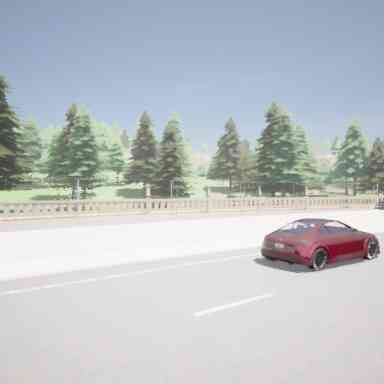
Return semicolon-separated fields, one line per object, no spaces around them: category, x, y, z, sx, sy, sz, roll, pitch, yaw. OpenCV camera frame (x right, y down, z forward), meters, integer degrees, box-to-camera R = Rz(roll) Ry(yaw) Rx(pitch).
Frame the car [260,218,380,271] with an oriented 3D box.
car;4.239;1.540;10.864;4.181;1.385;1.994;0;0;-33
